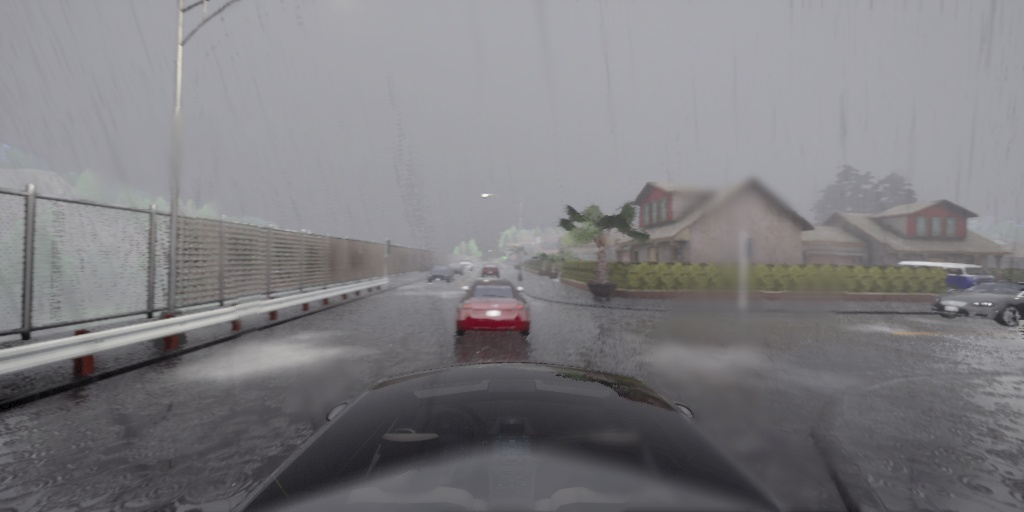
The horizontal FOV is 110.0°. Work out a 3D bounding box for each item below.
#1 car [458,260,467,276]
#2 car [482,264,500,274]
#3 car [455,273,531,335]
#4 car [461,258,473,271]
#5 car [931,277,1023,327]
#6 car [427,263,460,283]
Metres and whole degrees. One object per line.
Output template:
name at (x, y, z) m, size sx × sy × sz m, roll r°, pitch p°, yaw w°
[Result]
car at (-6.760, 1.533, 42.836) m, size 1.882 × 1.535 × 5.008 m, roll 1°, pitch -1°, yaw -3°
car at (-2.418, 1.587, 40.358) m, size 1.882 × 1.535 × 5.008 m, roll 1°, pitch -1°, yaw -4°
car at (-0.577, 1.399, 10.829) m, size 1.994 × 1.385 × 4.181 m, roll 1°, pitch -1°, yaw -4°
car at (-7.780, 1.443, 60.510) m, size 2.150 × 2.045 × 5.566 m, roll 1°, pitch -1°, yaw -3°
car at (18.421, 1.697, 13.208) m, size 4.902 × 1.511 × 2.128 m, roll 1°, pitch -1°, yaw -4°
car at (-6.050, 1.495, 31.217) m, size 2.033 × 1.411 × 5.357 m, roll 1°, pitch -1°, yaw -3°
